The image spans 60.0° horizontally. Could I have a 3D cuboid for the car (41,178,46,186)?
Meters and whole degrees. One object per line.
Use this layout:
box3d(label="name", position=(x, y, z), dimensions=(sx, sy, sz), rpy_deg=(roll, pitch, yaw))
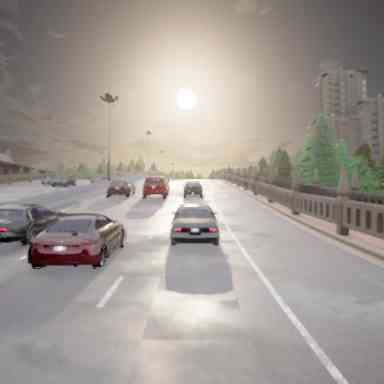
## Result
box3d(label="car", position=(-21.059, -1.774, 50.361), dimensions=(2.128, 1.511, 4.902), rpy_deg=(0, 5, 0))

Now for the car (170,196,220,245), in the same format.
box3d(label="car", position=(0.101, 1.187, 13.601), dimensions=(2.033, 1.411, 5.357), rpy_deg=(0, 3, 0))

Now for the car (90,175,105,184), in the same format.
box3d(label="car", position=(-14.065, -1.786, 50.511), dimensions=(2.128, 1.511, 4.902), rpy_deg=(0, 5, 0))

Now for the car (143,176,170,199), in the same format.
box3d(label="car", position=(-3.397, -0.543, 32.091), dimensions=(2.150, 2.045, 5.566), rpy_deg=(0, 5, 0))

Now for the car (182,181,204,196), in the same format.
box3d(label="car", position=(0.103, -0.344, 33.128), dimensions=(1.837, 1.490, 4.892), rpy_deg=(0, 5, 0))

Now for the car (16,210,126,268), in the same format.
box3d(label="car", position=(-3.401, 1.347, 10.562), dimensions=(1.994, 1.385, 4.181), rpy_deg=(0, 2, 0))

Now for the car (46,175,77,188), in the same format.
box3d(label="car", position=(-17.577, -1.525, 45.635), dimensions=(2.097, 1.767, 4.553), rpy_deg=(0, 5, 0))

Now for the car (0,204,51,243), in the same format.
box3d(label="car", position=(-6.899, 1.185, 13.646), dimensions=(2.033, 1.411, 5.357), rpy_deg=(0, 3, 0))

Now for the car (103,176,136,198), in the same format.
box3d(label="car", position=(-6.898, -0.479, 32.898), dimensions=(2.097, 1.767, 4.553), rpy_deg=(0, 5, 0))
